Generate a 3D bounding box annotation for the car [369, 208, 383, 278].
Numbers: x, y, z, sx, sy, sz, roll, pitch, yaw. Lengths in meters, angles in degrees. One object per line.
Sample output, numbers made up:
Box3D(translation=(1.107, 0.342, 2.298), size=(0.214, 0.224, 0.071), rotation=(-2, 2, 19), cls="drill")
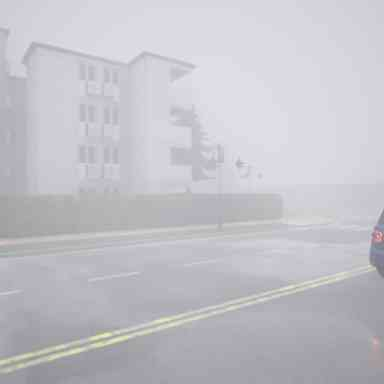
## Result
Box3D(translation=(6.867, 1.209, 8.689), size=(5.566, 2.045, 2.150), rotation=(0, 0, -35), cls="car")
